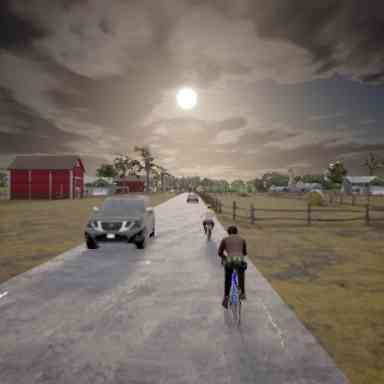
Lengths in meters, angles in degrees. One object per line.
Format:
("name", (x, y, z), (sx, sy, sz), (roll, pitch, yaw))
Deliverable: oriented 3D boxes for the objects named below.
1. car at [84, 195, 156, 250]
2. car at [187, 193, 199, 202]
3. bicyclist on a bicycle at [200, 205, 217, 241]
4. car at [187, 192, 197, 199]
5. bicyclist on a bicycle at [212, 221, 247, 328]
("car", (-2.852, 1.166, 14.438), (2.150, 2.045, 5.566), (0, 0, 0))
("car", (0.105, 1.021, 58.207), (1.994, 1.385, 4.181), (0, 1, -1))
("bicyclist on a bicycle", (0.767, 1.375, 15.182), (0.866, 1.612, 1.509), (0, 0, 0))
("car", (-0.006, 0.838, 73.894), (2.033, 1.411, 5.357), (0, 1, 0))
("bicyclist on a bicycle", (0.756, 1.444, 6.048), (0.582, 1.620, 1.656), (0, 0, 0))
